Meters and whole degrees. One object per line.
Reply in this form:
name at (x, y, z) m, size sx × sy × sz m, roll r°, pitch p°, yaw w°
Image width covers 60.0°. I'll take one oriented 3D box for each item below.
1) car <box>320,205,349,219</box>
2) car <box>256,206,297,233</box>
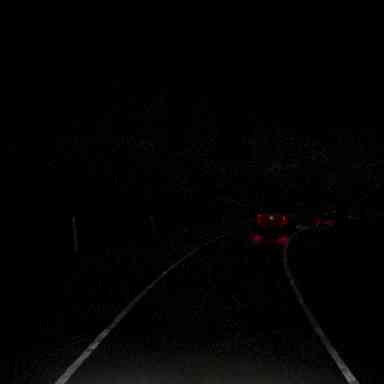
car at (16.113, 2.190, 37.599) m, size 1.812 × 1.442 × 4.674 m, roll 5°, pitch 2°, yaw 44°
car at (5.967, 1.730, 23.117) m, size 2.097 × 1.767 × 4.553 m, roll 3°, pitch 0°, yaw 25°
